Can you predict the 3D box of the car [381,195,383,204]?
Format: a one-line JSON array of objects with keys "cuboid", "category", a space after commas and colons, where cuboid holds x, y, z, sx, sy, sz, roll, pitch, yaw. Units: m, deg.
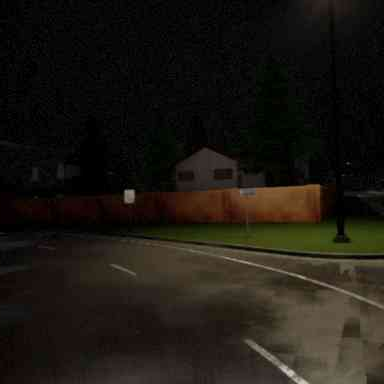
[{"cuboid": [27.687, 0.896, 46.577, 1.882, 1.535, 5.008, -3, -1, 25], "category": "car"}]
